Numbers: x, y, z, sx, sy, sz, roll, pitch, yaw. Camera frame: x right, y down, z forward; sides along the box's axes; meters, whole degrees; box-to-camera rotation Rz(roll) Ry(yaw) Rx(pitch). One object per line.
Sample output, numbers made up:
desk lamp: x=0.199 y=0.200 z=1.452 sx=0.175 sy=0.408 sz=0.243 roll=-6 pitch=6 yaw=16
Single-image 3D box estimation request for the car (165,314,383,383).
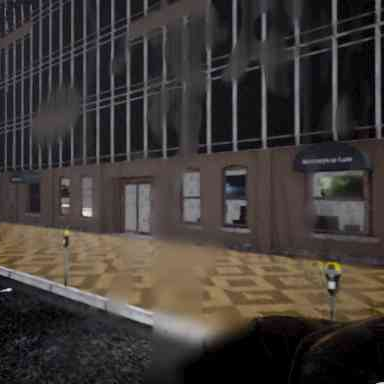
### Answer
car: x=1.957 y=1.522 z=1.964 sx=4.892 sy=1.490 sz=1.837 roll=0 pitch=0 yaw=38
